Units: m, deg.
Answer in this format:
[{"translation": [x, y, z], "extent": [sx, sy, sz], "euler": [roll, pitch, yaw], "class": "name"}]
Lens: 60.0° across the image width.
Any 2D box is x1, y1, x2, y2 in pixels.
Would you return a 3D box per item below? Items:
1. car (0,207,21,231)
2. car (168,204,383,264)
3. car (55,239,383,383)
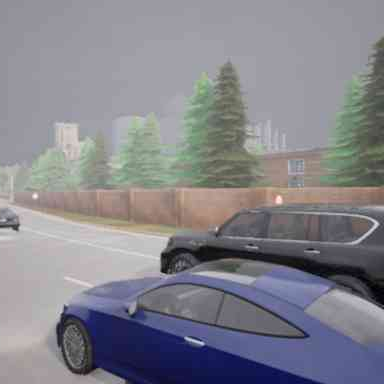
[{"translation": [-12.024, 1.632, 20.411], "extent": [2.033, 1.411, 5.357], "euler": [0, 0, -40], "class": "car"}, {"translation": [1.838, 1.270, 7.122], "extent": [5.566, 2.045, 2.150], "euler": [0, 0, 37], "class": "car"}, {"translation": [0.319, 1.551, 3.918], "extent": [4.674, 1.442, 1.812], "euler": [0, 0, 37], "class": "car"}]
